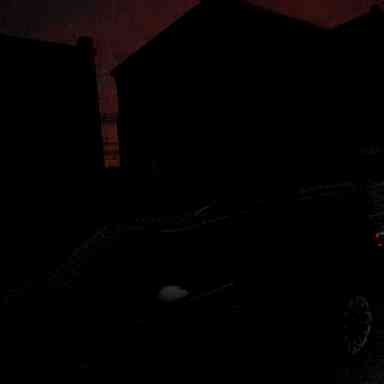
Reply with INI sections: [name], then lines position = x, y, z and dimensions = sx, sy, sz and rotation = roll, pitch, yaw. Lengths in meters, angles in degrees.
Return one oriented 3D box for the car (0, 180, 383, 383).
[car]
position = -0.068, 1.088, 3.623
dimensions = 5.566, 2.045, 2.150
rotation = -9, 5, -35
